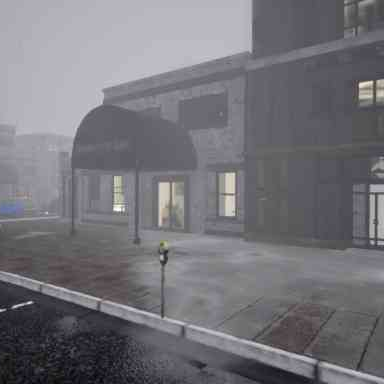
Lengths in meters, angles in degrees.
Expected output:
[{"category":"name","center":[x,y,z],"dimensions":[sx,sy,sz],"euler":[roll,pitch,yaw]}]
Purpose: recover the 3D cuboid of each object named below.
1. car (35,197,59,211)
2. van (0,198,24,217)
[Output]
[{"category":"car","center":[-16.456,1.413,41.240],"dimensions":[2.097,1.767,4.553],"euler":[0,0,35]},{"category":"van","center":[-17.346,1.416,29.866],"dimensions":[1.690,1.788,3.998],"euler":[0,0,35]}]
